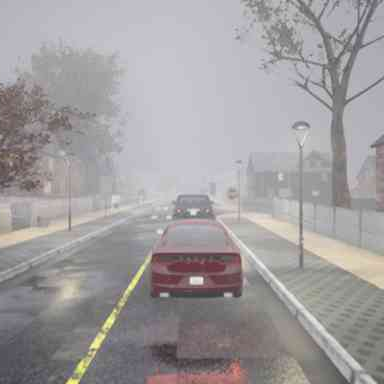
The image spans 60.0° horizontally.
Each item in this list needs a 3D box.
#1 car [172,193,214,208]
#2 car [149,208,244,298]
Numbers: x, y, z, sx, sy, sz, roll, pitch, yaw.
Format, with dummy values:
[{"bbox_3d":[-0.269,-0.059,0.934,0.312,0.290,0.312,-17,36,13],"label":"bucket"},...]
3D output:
[{"bbox_3d":[0.059,1.069,18.380,2.150,2.045,5.566,0,0,0],"label":"car"},{"bbox_3d":[0.079,1.406,8.391,1.882,1.535,5.008,0,0,0],"label":"car"}]
